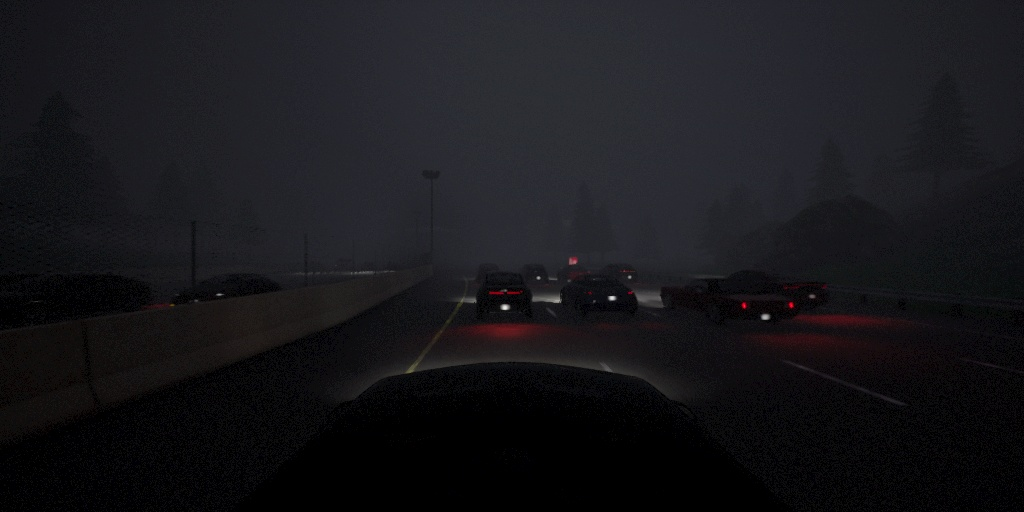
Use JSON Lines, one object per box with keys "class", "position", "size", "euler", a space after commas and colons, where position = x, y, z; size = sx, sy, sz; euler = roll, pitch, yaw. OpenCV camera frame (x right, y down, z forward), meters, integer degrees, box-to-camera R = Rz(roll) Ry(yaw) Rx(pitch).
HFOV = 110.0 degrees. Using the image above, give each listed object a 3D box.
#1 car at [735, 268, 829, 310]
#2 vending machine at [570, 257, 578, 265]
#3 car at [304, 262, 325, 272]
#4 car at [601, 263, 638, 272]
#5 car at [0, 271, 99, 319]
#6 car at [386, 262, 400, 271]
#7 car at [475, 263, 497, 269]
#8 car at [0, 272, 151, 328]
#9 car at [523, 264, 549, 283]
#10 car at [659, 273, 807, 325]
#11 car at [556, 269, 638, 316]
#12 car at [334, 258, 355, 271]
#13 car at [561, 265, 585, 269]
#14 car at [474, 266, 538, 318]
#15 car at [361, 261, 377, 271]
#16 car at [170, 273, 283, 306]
{"class": "car", "position": [10.092, 1.245, 14.703], "size": [1.882, 1.535, 5.008], "euler": [0, -1, -4]}
{"class": "vending machine", "position": [9.198, 1.111, 53.521], "size": [1.100, 2.100, 0.880], "euler": [0, 0, -14]}
{"class": "car", "position": [-27.735, 1.548, 50.611], "size": [1.812, 1.442, 4.674], "euler": [0, 0, -15]}
{"class": "car", "position": [8.631, 1.334, 29.603], "size": [1.837, 1.490, 4.892], "euler": [0, 0, -7]}
{"class": "car", "position": [-18.046, 1.353, 12.522], "size": [1.837, 1.490, 4.892], "euler": [0, -1, -4]}
{"class": "car", "position": [-18.680, 1.584, 56.794], "size": [1.994, 1.385, 4.181], "euler": [0, 0, -15]}
{"class": "car", "position": [-2.030, 1.340, 30.056], "size": [1.882, 1.535, 5.008], "euler": [0, 0, -8]}
{"class": "car", "position": [-14.546, 1.339, 11.578], "size": [1.837, 1.490, 4.892], "euler": [0, -1, -4]}
{"class": "car", "position": [1.656, 1.354, 28.938], "size": [1.837, 1.490, 4.892], "euler": [0, 0, -8]}
{"class": "car", "position": [6.751, 1.368, 11.891], "size": [1.895, 1.301, 4.718], "euler": [0, 0, -2]}
{"class": "car", "position": [3.142, 1.349, 13.652], "size": [1.994, 1.385, 4.181], "euler": [0, 0, -3]}
{"class": "car", "position": [-24.983, 1.268, 53.735], "size": [2.150, 2.045, 5.566], "euler": [0, 0, -16]}
{"class": "car", "position": [5.065, 1.403, 29.812], "size": [1.994, 1.385, 4.181], "euler": [0, 0, -8]}
{"class": "car", "position": [-0.337, 1.301, 13.287], "size": [1.837, 1.490, 4.892], "euler": [0, 0, -3]}
{"class": "car", "position": [-21.473, 1.512, 54.043], "size": [2.128, 1.511, 4.902], "euler": [0, 0, -15]}
{"class": "car", "position": [-11.195, 1.397, 14.425], "size": [1.994, 1.385, 4.181], "euler": [0, 0, -5]}
